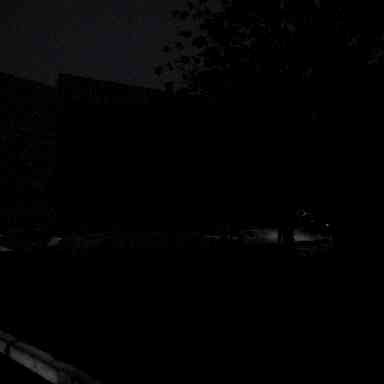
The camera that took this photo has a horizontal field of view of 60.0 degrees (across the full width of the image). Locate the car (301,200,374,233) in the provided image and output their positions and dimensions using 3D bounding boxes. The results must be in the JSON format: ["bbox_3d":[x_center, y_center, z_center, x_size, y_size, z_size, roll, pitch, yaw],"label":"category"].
[{"bbox_3d":[9.817,1.529,22.133,5.566,2.045,2.150,1,3,-32],"label":"car"}]
